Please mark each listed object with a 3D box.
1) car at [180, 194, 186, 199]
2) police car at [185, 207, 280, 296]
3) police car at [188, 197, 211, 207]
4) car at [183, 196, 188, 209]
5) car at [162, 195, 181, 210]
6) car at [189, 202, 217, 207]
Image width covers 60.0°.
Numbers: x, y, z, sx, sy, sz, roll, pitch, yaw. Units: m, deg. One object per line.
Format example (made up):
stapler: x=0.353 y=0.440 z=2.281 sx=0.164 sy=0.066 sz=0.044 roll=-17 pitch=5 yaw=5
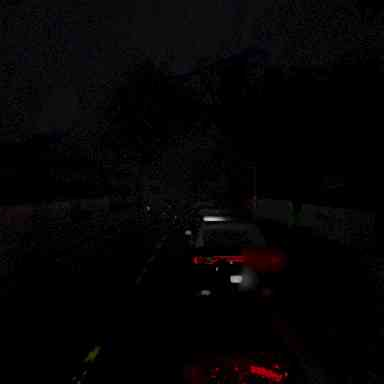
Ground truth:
car: x=-2.536 y=1.465 z=94.326 sx=2.150 sy=2.045 sz=5.566 roll=0 pitch=-1 yaw=0
police car: x=0.843 y=1.410 z=8.757 sx=1.930 sy=1.638 sz=5.238 roll=0 pitch=0 yaw=0
police car: x=0.879 y=1.390 z=24.765 sx=1.930 sy=1.638 sz=5.238 roll=0 pitch=0 yaw=0
car: x=0.116 y=1.551 z=45.366 sx=1.994 sy=1.385 sz=4.181 roll=0 pitch=0 yaw=2
car: x=-2.749 y=1.487 z=43.037 sx=1.837 sy=1.490 sz=4.892 roll=0 pitch=0 yaw=0
car: x=0.866 y=1.495 z=18.652 sx=1.812 sy=1.442 sz=4.674 roll=0 pitch=0 yaw=0
